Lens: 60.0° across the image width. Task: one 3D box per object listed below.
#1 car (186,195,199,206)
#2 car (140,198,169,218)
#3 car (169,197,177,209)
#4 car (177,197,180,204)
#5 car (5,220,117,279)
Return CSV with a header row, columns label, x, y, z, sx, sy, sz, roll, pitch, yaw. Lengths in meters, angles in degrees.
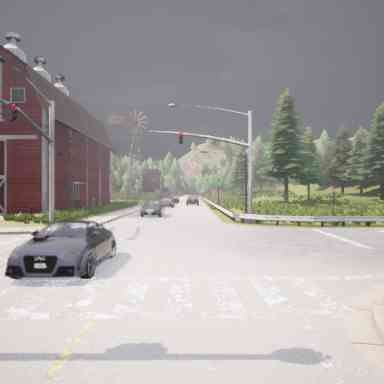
label,x,y,z,sx,sy,sz,roll,pitch,yaw
car,0.112,1.352,55.632,2.097,1.767,4.553,0,0,0
car,-3.540,1.491,30.276,2.128,1.511,4.902,0,0,0
car,-3.491,1.526,46.520,1.812,1.442,4.674,0,0,0
car,-3.367,1.656,65.639,1.895,1.301,4.718,0,0,0
car,-3.578,1.548,9.836,1.994,1.385,4.181,0,0,0
